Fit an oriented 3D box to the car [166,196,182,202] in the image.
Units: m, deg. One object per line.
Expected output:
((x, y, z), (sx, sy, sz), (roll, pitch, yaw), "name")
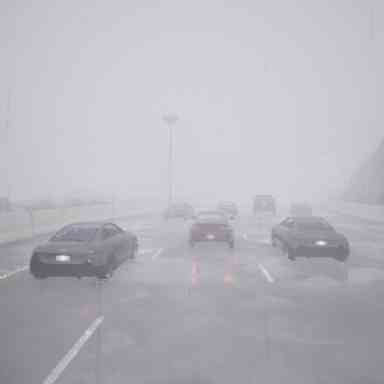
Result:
((-4.103, 1.565, 77.647), (1.994, 1.385, 4.181), (0, 0, 24), "car")

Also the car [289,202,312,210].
((10.913, 1.640, 33.833), (1.895, 1.301, 4.718), (0, 0, 12), "car")

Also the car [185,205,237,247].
((0.927, 1.534, 15.010), (1.812, 1.442, 4.674), (0, 0, 5), "car")

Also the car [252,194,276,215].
((7.362, 1.253, 33.976), (2.150, 2.045, 5.566), (0, 0, 12), "car")

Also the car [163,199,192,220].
((-1.001, 1.557, 27.522), (2.033, 1.411, 5.357), (0, 0, 9), "car")

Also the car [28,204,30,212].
((-17.020, 1.542, 37.792), (1.994, 1.385, 4.181), (0, 0, 12), "car")

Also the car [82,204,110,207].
((-10.385, 1.483, 35.310), (2.128, 1.511, 4.902), (0, 0, 12), "car")

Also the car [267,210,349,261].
((4.221, 1.579, 12.478), (1.994, 1.385, 4.181), (0, 0, 4), "car")

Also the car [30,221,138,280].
((-2.970, 1.562, 9.983), (1.994, 1.385, 4.181), (0, 0, 4), "car")

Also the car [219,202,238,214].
((3.519, 1.623, 32.688), (1.895, 1.301, 4.718), (0, 0, 11), "car")

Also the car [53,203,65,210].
((-13.407, 1.478, 37.985), (2.128, 1.511, 4.902), (0, 0, 12), "car")
